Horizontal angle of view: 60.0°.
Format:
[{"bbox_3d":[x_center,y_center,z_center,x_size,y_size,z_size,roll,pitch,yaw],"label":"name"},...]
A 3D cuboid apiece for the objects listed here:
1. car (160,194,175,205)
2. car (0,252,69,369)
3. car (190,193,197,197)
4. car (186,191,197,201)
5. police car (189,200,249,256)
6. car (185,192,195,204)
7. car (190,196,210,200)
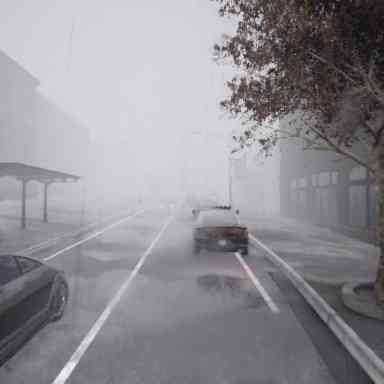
[{"bbox_3d":[-3.504,1.016,47.451,1.812,1.442,4.674,0,0,0],"label":"car"},{"bbox_3d":[-3.214,1.542,4.343,1.994,1.385,4.181,0,0,0],"label":"car"},{"bbox_3d":[0.961,1.161,28.952,1.801,1.575,5.366,0,1,0],"label":"car"},{"bbox_3d":[-0.054,0.688,63.100,2.097,1.767,4.553,0,1,0],"label":"car"},{"bbox_3d":[0.946,1.332,12.857,1.930,1.638,5.238,0,1,0],"label":"police car"},{"bbox_3d":[-0.031,1.077,48.807,1.895,1.301,4.718,0,1,0],"label":"car"},{"bbox_3d":[0.956,1.292,22.757,1.837,1.490,4.892,0,1,0],"label":"car"}]
